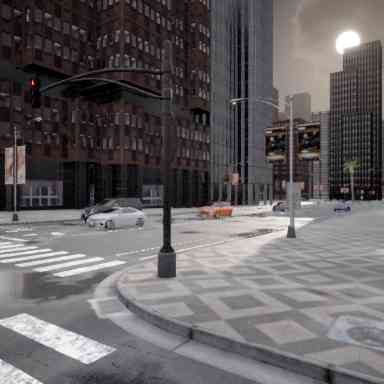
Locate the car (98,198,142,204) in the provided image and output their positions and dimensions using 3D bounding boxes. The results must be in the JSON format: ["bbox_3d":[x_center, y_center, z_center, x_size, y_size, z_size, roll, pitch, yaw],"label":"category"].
[{"bbox_3d":[-6.403,1.515,27.535,2.150,2.045,5.566,0,-1,35],"label":"car"}]

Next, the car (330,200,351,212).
[{"bbox_3d":[24.268,2.428,53.660,2.033,1.411,5.357,0,-1,34],"label":"car"}]

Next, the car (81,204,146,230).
[{"bbox_3d":[-5.216,1.785,23.597,1.812,1.442,4.674,0,-1,35],"label":"car"}]

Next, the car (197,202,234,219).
[{"bbox_3d":[2.489,1.808,34.474,2.097,1.767,4.553,0,-1,35],"label":"car"}]

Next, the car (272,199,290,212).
[{"bbox_3d":[13.692,2.271,50.150,1.837,1.490,4.892,0,-1,35],"label":"car"}]

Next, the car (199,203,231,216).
[{"bbox_3d":[2.812,2.088,40.548,1.994,1.385,4.181,0,-1,35],"label":"car"}]
